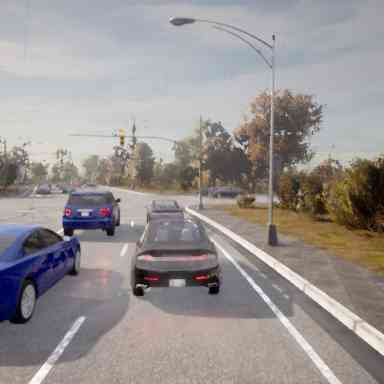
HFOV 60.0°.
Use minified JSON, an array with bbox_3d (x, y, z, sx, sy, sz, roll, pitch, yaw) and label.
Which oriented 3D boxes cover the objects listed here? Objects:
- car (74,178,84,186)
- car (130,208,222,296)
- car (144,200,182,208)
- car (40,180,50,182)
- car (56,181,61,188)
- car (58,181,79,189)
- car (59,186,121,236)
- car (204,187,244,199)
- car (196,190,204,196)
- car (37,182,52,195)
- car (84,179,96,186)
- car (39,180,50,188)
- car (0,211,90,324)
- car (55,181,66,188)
[{"bbox_3d":[-28.402,-2.043,81.136,2.097,1.767,4.553,-1,3,-24],"label":"car"},{"bbox_3d":[-0.441,1.405,8.493,2.128,1.511,4.902,0,1,-4],"label":"car"},{"bbox_3d":[-1.512,1.152,17.809,2.128,1.511,4.902,0,2,-8],"label":"car"},{"bbox_3d":[-27.992,-1.336,63.328,2.150,2.045,5.566,-1,3,-24],"label":"car"},{"bbox_3d":[-24.756,-1.123,64.678,1.837,1.490,4.892,-1,3,-24],"label":"car"},{"bbox_3d":[-19.495,-0.534,52.538,2.128,1.511,4.902,-1,3,-23],"label":"car"},{"bbox_3d":[-4.846,0.931,16.591,2.150,2.045,5.566,0,2,-8],"label":"car"},{"bbox_3d":[4.493,0.060,43.643,4.892,1.490,1.837,0,3,-21],"label":"car"},{"bbox_3d":[2.994,-0.007,46.839,4.718,1.301,1.895,0,3,-20],"label":"car"},{"bbox_3d":[-22.230,-0.373,49.990,1.812,1.442,4.674,-1,3,-23],"label":"car"},{"bbox_3d":[-25.241,-1.877,82.650,1.895,1.301,4.718,-1,3,-24],"label":"car"},{"bbox_3d":[-34.019,-1.825,76.582,2.097,1.767,4.553,-1,3,-24],"label":"car"},{"bbox_3d":[-3.811,1.421,7.033,1.882,1.535,5.008,0,1,-4],"label":"car"},{"bbox_3d":[-30.669,-1.705,77.677,2.128,1.511,4.902,-1,3,-24],"label":"car"}]
